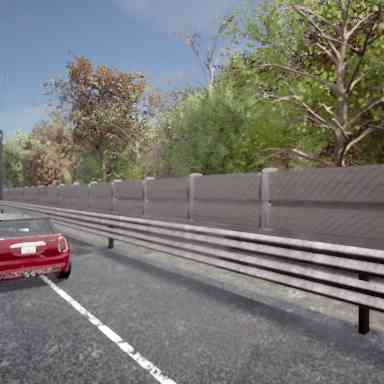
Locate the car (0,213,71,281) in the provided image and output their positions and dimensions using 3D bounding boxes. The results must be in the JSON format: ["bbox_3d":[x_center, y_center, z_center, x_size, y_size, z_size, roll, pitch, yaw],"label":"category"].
[{"bbox_3d":[-5.085,1.381,9.471,2.097,1.767,4.553,0,0,-37],"label":"car"}]
